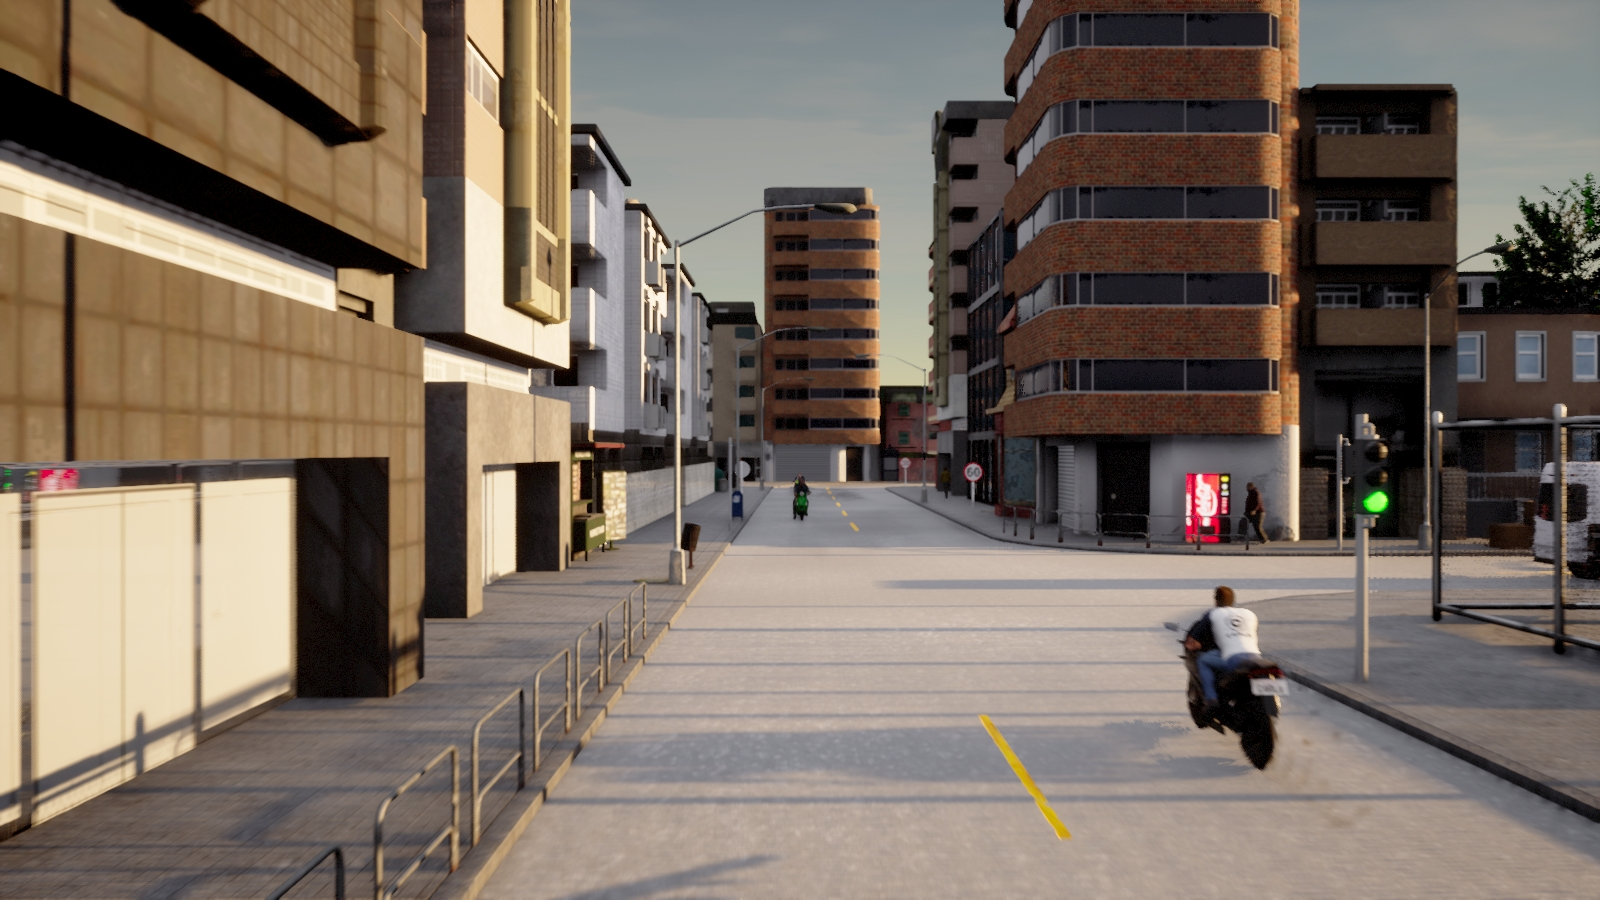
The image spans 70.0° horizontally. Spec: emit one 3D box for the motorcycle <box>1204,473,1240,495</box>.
[{"bbox_3d":[24.394,1.968,66.047,1.805,1.236,0.856,0,0,2],"label":"motorcycle"}]

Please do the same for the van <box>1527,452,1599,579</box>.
[{"bbox_3d":[18.896,1.317,24.047,5.915,2.561,1.988,0,0,0],"label":"van"}]

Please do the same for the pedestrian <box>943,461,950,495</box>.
[{"bbox_3d":[8.095,1.529,63.259,0.375,1.860,0.375,0,0,7],"label":"pedestrian"}]

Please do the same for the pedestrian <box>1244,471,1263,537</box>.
[{"bbox_3d":[12.836,1.519,32.368,0.375,1.860,0.375,0,0,-3],"label":"pedestrian"}]

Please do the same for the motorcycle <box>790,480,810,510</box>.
[{"bbox_3d":[0.018,1.967,49.854,0.856,1.236,1.805,0,0,0],"label":"motorcycle"}]

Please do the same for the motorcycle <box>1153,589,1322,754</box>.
[{"bbox_3d":[4.016,1.994,10.683,0.803,1.145,2.033,0,0,0],"label":"motorcycle"}]

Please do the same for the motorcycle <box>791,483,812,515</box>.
[{"bbox_3d":[0.063,1.966,45.986,0.856,1.236,1.805,0,0,0],"label":"motorcycle"}]
